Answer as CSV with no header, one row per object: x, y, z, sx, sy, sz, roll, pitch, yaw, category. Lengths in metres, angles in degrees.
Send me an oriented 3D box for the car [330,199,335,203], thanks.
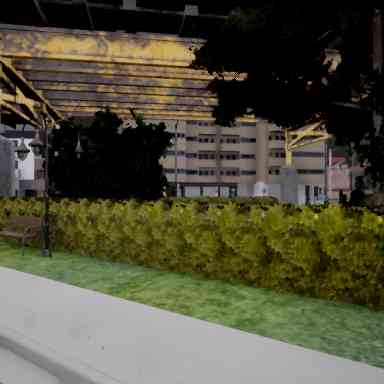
14.716,1.355,31.196,4.553,1.767,2.097,0,0,-9,car
